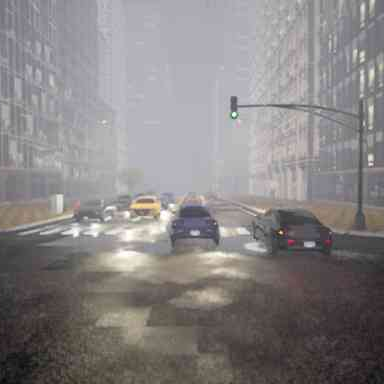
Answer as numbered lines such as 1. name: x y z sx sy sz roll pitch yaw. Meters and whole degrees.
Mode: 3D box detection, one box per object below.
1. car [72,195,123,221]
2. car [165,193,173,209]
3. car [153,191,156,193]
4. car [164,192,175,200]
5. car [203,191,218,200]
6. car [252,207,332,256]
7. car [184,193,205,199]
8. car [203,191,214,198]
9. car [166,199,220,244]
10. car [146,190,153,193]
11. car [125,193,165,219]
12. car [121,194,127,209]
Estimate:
1. car: -6.609 1.187 23.324 2.033 1.411 5.357 0 1 0
2. car: -3.342 1.058 34.097 1.895 1.301 4.718 0 1 0
3. car: -6.522 0.547 52.335 2.097 1.767 4.553 0 1 0
4. car: -3.269 0.773 44.621 1.882 1.535 5.008 0 1 0
5. car: 3.230 0.684 55.969 1.895 1.301 4.718 0 1 0
6. car: 3.353 1.263 11.792 1.812 1.442 4.674 0 2 0
7. car: 0.087 1.028 34.772 1.895 1.301 4.718 0 1 0
8. car: 3.226 0.488 66.138 1.994 1.385 4.181 0 1 0
9. car: 0.104 1.221 13.753 1.812 1.442 4.674 0 1 0
10. car: -6.541 0.853 42.414 1.837 1.490 4.892 0 1 0
11. car: -3.356 1.078 24.717 1.882 1.535 5.008 0 1 0
12. car: -6.595 0.997 33.061 1.837 1.490 4.892 0 1 0
